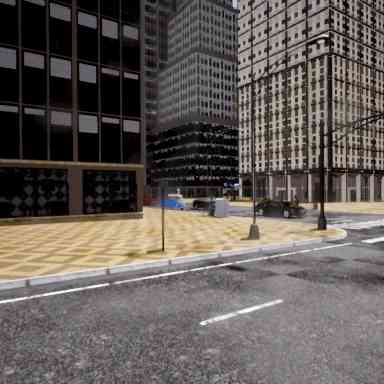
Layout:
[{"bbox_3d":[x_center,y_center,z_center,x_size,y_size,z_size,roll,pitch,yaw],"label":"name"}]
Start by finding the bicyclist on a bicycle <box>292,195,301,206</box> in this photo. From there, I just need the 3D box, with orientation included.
[{"bbox_3d":[12.028,1.118,38.473,1.656,1.620,0.582,-1,1,-34],"label":"bicyclist on a bicycle"}]

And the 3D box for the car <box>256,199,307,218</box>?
[{"bbox_3d":[7.722,1.419,29.245,1.837,1.490,4.892,-1,1,-34],"label":"car"}]

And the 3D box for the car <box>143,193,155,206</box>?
[{"bbox_3d":[-5.699,1.326,49.146,1.812,1.442,4.674,-1,0,-34],"label":"car"}]

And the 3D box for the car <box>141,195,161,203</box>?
[{"bbox_3d":[-7.822,1.238,62.602,1.887,1.381,4.507,0,0,-34],"label":"car"}]

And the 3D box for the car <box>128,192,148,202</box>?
[{"bbox_3d":[-10.924,0.981,67.191,2.192,1.841,5.009,0,0,-34],"label":"car"}]

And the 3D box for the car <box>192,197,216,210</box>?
[{"bbox_3d":[1.926,1.358,37.829,2.128,1.511,4.902,-1,1,-34],"label":"car"}]

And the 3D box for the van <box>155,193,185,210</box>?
[{"bbox_3d":[-2.361,1.210,39.550,1.690,1.788,3.998,0,0,-34],"label":"van"}]

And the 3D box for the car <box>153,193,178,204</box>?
[{"bbox_3d":[-4.721,1.035,58.011,2.192,1.841,5.009,0,0,-34],"label":"car"}]
